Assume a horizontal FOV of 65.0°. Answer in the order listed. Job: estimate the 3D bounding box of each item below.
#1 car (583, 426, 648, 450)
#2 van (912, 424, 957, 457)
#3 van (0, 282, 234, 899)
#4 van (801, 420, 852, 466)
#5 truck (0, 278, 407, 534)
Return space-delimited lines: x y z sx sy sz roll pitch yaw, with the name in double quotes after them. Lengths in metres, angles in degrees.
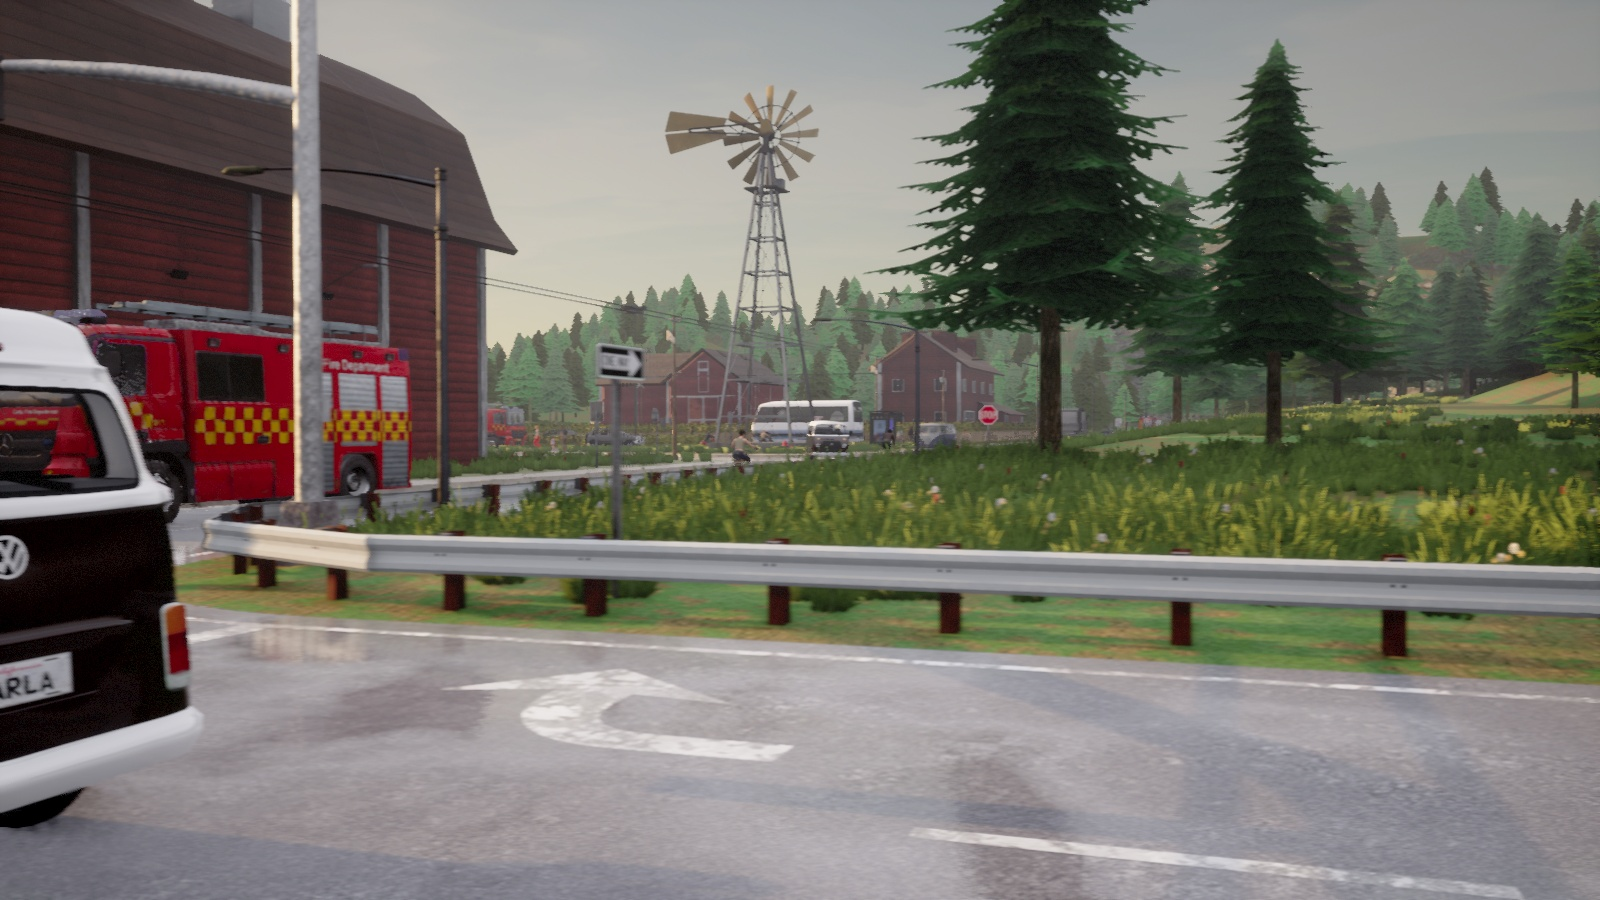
-14.439 -0.957 98.191 4.605 1.855 1.932 1 1 13 "car"
8.426 -0.614 78.151 1.775 1.987 4.442 1 1 20 "van"
-4.734 0.455 4.782 4.480 2.038 2.069 1 1 19 "van"
1.202 -0.370 59.366 2.069 2.038 4.480 1 1 -3 "van"
-11.153 -0.726 23.265 2.891 3.827 8.468 1 1 20 "truck"
